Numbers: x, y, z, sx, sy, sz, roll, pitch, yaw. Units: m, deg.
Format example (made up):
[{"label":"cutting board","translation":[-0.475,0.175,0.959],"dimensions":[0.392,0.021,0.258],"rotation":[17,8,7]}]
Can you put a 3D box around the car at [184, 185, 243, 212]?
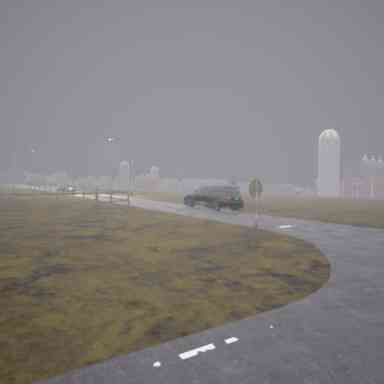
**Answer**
[{"label":"car","translation":[1.653,0.461,26.770],"dimensions":[2.150,2.045,5.566],"rotation":[3,1,-38]}]

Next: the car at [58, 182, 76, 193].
[{"label":"car","translation":[-18.856,-0.680,49.814],"dimensions":[2.128,1.511,4.902],"rotation":[2,1,-36]}]
